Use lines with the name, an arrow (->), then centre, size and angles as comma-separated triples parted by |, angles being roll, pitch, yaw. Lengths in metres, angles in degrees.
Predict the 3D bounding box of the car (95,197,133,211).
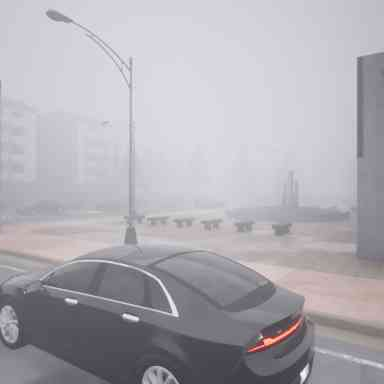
car -> -9.626, 1.564, 40.171 | 1.994, 1.385, 4.181 | 0, 0, 39

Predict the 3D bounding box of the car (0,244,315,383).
car -> -0.887, 1.505, 4.625 | 4.892, 1.490, 1.837 | 0, 0, 35

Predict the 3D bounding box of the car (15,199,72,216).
car -> -14.837, 1.504, 32.939 | 1.837, 1.490, 4.892 | 0, 0, 34

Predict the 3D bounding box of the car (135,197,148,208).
car -> -8.468, 1.505, 46.863 | 4.892, 1.490, 1.837 | 0, 0, -44

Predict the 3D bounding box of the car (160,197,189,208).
car -> -2.369, 1.491, 47.600 | 4.902, 1.511, 2.128 | 0, 0, -38

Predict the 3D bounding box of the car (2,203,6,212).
car -> -20.205, 1.491, 31.245 | 2.128, 1.511, 4.902 | 0, 0, 35

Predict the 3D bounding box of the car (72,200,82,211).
car -> -15.057, 1.525, 38.798 | 1.812, 1.442, 4.674 | 0, 0, 36

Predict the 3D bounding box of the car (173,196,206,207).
car -> -0.349, 1.477, 53.360 | 5.008, 1.535, 1.882 | 0, 0, -32

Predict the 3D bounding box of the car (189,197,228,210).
car -> 2.451, 1.491, 42.388 | 4.902, 1.511, 2.128 | 0, 0, -39
